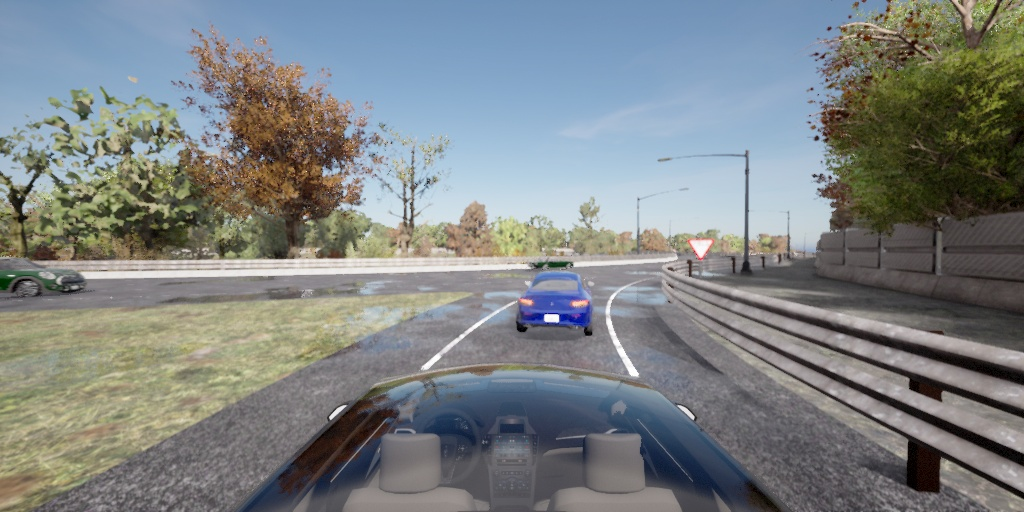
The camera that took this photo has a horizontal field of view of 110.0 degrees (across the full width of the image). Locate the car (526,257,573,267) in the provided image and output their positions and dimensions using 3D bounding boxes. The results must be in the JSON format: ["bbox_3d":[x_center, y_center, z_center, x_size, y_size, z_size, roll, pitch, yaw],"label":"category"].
[{"bbox_3d":[3.814,0.737,35.058,4.718,1.301,1.895,-1,1,-33],"label":"car"}]

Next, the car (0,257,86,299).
[{"bbox_3d":[-21.739,0.836,15.381,4.553,1.767,2.097,0,1,-18],"label":"car"}]

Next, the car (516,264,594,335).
[{"bbox_3d":[1.276,1.134,9.931,1.812,1.442,4.674,0,1,11],"label":"car"}]
